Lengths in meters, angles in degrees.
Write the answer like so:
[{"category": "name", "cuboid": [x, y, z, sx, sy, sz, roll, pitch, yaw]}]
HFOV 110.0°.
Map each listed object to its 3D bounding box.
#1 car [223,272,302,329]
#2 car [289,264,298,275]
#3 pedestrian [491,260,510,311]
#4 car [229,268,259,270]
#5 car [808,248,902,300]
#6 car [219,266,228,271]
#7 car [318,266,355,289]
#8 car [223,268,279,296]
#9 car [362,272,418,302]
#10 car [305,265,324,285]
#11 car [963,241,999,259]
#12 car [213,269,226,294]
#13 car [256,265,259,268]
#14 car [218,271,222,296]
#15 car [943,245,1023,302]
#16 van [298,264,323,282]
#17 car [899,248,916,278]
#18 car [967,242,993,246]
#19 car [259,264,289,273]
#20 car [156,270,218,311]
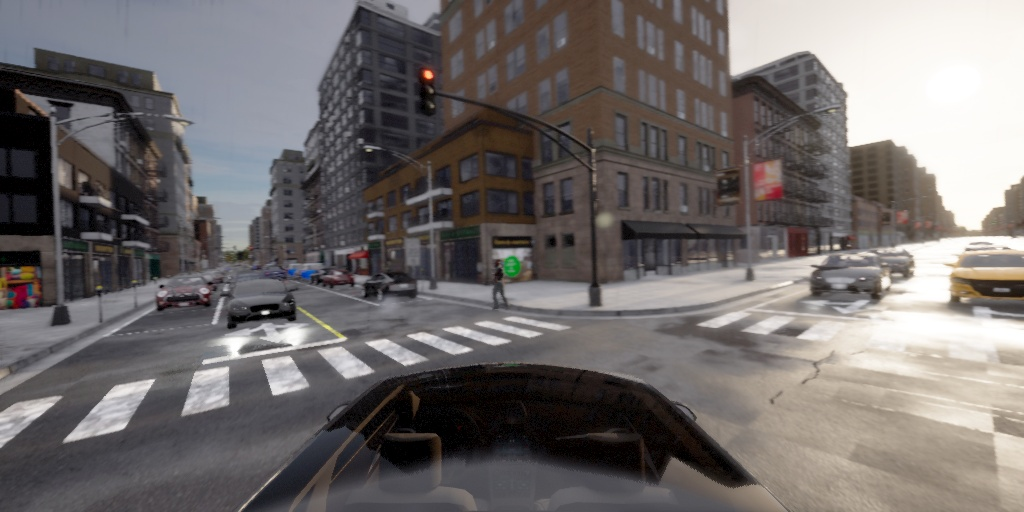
[{"category": "car", "cuboid": [-9.022, 1.524, 12.851, 1.837, 1.490, 4.892, -2, 0, -38]}, {"category": "car", "cuboid": [-23.142, 1.956, 40.007, 2.007, 1.370, 4.403, 0, 0, -38]}, {"category": "pedestrian", "cuboid": [-0.452, 1.007, 12.685, 0.375, 1.860, 0.375, -2, 0, -38]}, {"category": "car", "cuboid": [-20.984, 1.941, 28.258, 1.994, 1.385, 4.181, -2, 0, -39]}, {"category": "car", "cuboid": [12.766, 0.659, 13.483, 4.902, 1.511, 2.128, -3, 1, -39]}, {"category": "car", "cuboid": [-32.854, 2.202, 39.433, 1.967, 1.591, 4.097, 0, 0, -38]}, {"category": "car", "cuboid": [-13.003, 1.677, 26.954, 1.802, 1.307, 4.207, 0, 0, -38]}, {"category": "car", "cuboid": [-14.843, 1.683, 20.343, 2.128, 1.511, 4.902, -2, 0, -38]}, {"category": "car", "cuboid": [-6.242, 1.460, 18.251, 1.948, 1.339, 4.313, 0, 0, -38]}, {"category": "car", "cuboid": [-16.383, 1.763, 31.305, 1.948, 1.339, 4.313, 0, 0, -38]}, {"category": "car", "cuboid": [41.839, -0.555, 32.060, 4.674, 1.442, 1.812, -3, 1, -38]}, {"category": "car", "cuboid": [-26.094, 2.102, 30.731, 2.007, 1.370, 4.403, 0, 0, -38]}, {"category": "car", "cuboid": [-33.477, 2.311, 49.139, 1.994, 1.385, 4.181, -2, 0, -38]}, {"category": "car", "cuboid": [-22.714, 2.030, 26.380, 1.802, 1.307, 4.207, 0, 0, -38]}, {"category": "car", "cuboid": [15.252, 0.564, 11.289, 5.008, 1.535, 1.882, -3, 1, -38]}, {"category": "van", "cuboid": [-19.762, 1.642, 35.656, 1.690, 1.789, 3.998, 0, 0, -38]}, {"category": "car", "cuboid": [20.180, 0.327, 19.290, 4.902, 1.511, 2.128, -3, 1, -38]}, {"category": "car", "cuboid": [22.665, 0.245, 17.111, 4.902, 1.511, 2.128, -3, 1, -38]}, {"category": "car", "cuboid": [-27.554, 1.912, 41.507, 2.097, 1.767, 4.553, -2, 0, -38]}, {"category": "car", "cuboid": [-15.954, 1.684, 17.678, 1.967, 1.591, 4.097, 0, 0, -38]}]
